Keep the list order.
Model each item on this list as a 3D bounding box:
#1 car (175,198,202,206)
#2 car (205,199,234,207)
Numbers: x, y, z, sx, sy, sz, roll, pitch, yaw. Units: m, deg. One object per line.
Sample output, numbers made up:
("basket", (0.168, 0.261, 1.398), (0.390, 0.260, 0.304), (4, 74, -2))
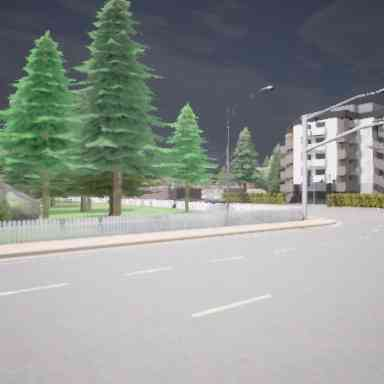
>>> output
("car", (-0.649, 1.562, 49.177), (2.033, 1.411, 5.357), (0, 0, -34))
("car", (3.943, 1.617, 48.610), (1.895, 1.301, 4.718), (0, 0, -34))
